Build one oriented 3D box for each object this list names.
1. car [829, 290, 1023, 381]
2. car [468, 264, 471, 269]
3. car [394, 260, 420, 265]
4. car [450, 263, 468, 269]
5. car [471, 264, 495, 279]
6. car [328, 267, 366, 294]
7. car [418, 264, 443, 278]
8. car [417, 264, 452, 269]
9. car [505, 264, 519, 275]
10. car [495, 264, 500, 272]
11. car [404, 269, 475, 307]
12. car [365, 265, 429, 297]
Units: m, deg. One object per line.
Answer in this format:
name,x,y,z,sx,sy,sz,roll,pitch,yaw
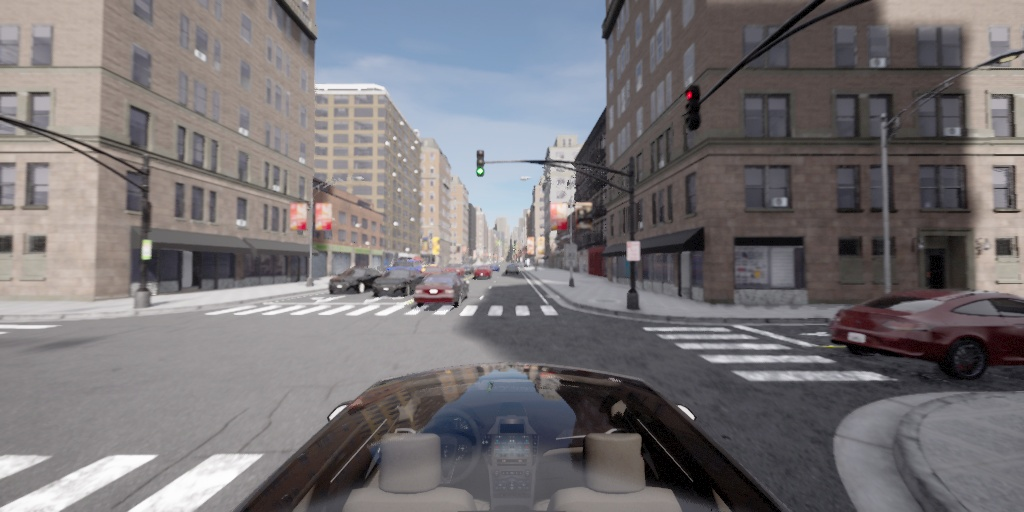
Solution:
car,8.773,1.380,6.922,4.674,1.442,1.812,0,-2,-4
car,-6.493,1.873,50.650,2.128,1.511,4.902,0,-1,0
car,-9.836,1.382,33.190,2.150,2.045,5.566,0,-1,-1
car,-6.550,1.603,40.311,2.097,1.767,4.553,0,-1,0
car,-3.159,1.770,39.757,1.812,1.442,4.674,0,-1,0
car,-9.837,1.507,23.013,1.882,1.535,5.008,0,-1,1
car,-9.769,1.769,43.444,1.882,1.535,5.008,0,-1,0
car,-6.586,1.651,30.431,1.812,1.442,4.674,0,-1,0
car,0.007,1.963,52.057,1.994,1.385,4.181,0,-1,0
car,-3.157,2.111,63.815,1.994,1.385,4.181,0,-1,0
car,-3.144,1.496,16.811,2.033,1.411,5.357,0,-1,0
car,-6.586,1.483,21.226,1.882,1.535,5.008,0,-1,0
